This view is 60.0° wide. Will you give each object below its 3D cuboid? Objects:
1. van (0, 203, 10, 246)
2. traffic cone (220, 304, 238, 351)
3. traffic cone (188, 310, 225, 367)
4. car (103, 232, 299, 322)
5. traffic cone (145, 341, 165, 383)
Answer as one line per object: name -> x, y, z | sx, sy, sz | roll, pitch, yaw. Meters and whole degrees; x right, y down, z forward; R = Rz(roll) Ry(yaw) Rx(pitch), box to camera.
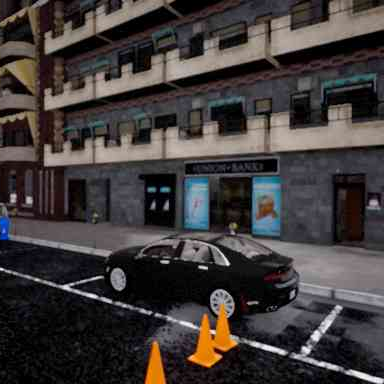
van -> -9.024, 1.239, 13.452 | 3.998, 1.788, 1.690 | 0, 0, 36
traffic cone -> 0.444, 1.939, 4.889 | 0.340, 0.580, 0.340 | 1, 0, 42
traffic cone -> 0.175, 1.939, 4.463 | 0.340, 0.580, 0.340 | 0, 0, 36
car -> -0.039, 1.523, 7.029 | 4.403, 1.369, 2.008 | 0, 0, 36
traffic cone -> -0.407, 1.939, 3.649 | 0.340, 0.580, 0.340 | 0, 0, 36
